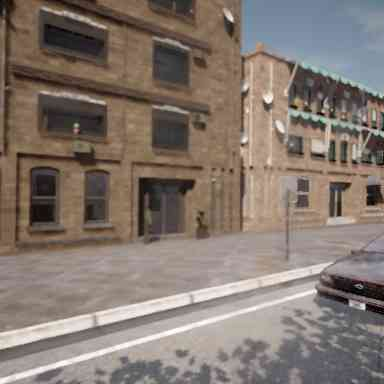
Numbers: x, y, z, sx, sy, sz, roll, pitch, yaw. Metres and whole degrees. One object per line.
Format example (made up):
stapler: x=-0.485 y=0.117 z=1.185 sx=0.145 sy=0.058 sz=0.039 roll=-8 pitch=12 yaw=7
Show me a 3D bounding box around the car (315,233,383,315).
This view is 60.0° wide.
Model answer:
car: x=4.998 y=1.547 z=7.242 sx=5.357 sy=1.411 sz=2.033 roll=0 pitch=0 yaw=-35
